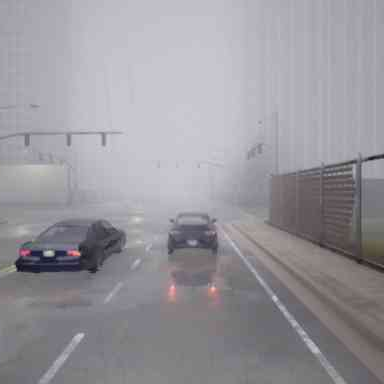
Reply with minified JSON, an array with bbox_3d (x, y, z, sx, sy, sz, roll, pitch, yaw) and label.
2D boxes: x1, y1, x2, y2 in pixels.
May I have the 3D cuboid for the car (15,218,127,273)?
[{"bbox_3d":[-3.481,1.548,10.634,2.033,1.411,5.357,0,0,0],"label":"car"}]

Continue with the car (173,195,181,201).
[{"bbox_3d":[-3.505,1.396,77.810,2.033,1.411,5.357,0,0,0],"label":"car"}]

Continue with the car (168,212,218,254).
[{"bbox_3d":[0.048,1.525,13.456,1.812,1.442,4.674,0,0,1],"label":"car"}]

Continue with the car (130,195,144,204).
[{"bbox_3d":[-10.517,1.352,64.023,2.097,1.767,4.553,0,0,0],"label":"car"}]

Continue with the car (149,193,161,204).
[{"bbox_3d":[-7.018,1.477,64.017,1.882,1.535,5.008,0,0,0],"label":"car"}]

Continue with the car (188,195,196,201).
[{"bbox_3d":[-0.005,1.396,77.810,2.033,1.411,5.357,0,0,0],"label":"car"}]
